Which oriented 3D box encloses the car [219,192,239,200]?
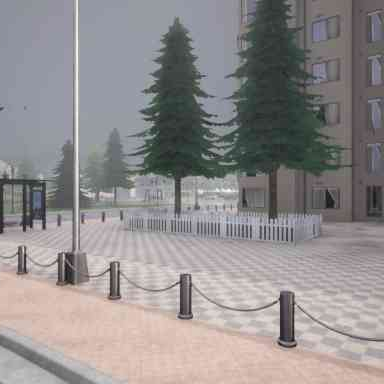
[{"bbox_3d":[9.602,1.374,84.687,3.633,1.501,1.845,0,0,35],"label":"car"}]

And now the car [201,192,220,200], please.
[{"bbox_3d":[5.241,1.384,91.390,3.806,1.475,1.970,0,0,35],"label":"car"}]
